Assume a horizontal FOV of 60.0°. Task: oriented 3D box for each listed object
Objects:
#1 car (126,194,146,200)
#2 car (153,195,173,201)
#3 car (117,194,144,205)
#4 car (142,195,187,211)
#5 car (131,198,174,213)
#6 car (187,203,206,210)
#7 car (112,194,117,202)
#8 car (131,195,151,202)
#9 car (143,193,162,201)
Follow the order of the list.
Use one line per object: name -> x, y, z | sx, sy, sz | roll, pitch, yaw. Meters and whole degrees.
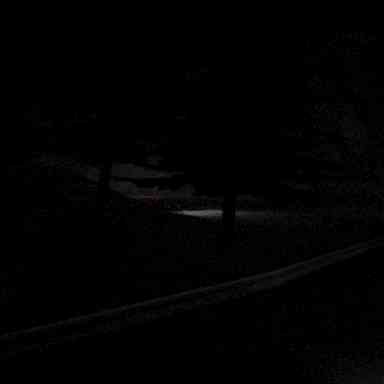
car -> -14.761, 1.214, 87.388 | 5.357, 1.411, 2.033 | 1, 1, 40
car -> -7.115, 1.460, 80.989 | 4.718, 1.301, 1.895 | 1, 1, 40
car -> -13.511, 1.330, 72.649 | 5.008, 1.535, 1.882 | 1, 1, 40
car -> -3.443, 1.535, 41.290 | 4.902, 1.511, 2.128 | 0, 0, 40
car -> -4.733, 1.643, 37.809 | 4.718, 1.301, 1.895 | 0, 0, 40
car -> -0.423, 1.652, 43.330 | 4.718, 1.301, 1.895 | 0, 0, 40
car -> -17.026, 0.894, 84.720 | 5.566, 2.045, 2.150 | 1, 1, 40
car -> -11.581, 1.380, 75.598 | 4.674, 1.442, 1.812 | 1, 1, 40
car -> -9.313, 1.216, 78.265 | 4.553, 1.767, 2.097 | 1, 1, 40
